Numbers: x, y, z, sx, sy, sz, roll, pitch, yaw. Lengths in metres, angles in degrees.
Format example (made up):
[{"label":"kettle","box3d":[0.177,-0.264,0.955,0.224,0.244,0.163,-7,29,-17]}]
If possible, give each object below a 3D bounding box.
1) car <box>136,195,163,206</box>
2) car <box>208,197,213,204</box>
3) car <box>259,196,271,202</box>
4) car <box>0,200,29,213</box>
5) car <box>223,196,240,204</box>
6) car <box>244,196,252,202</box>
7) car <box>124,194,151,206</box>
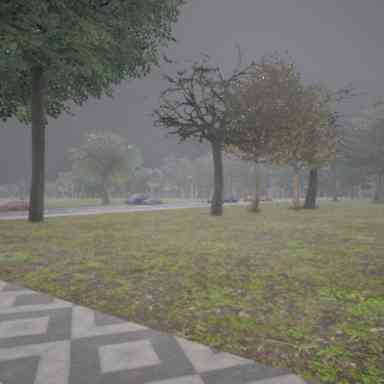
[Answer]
[{"label":"car","box3d":[-6.774,1.659,56.285,1.994,1.385,4.181,-1,-1,36]},{"label":"car","box3d":[4.908,1.658,66.880,1.994,1.385,4.181,-1,-1,35]},{"label":"car","box3d":[17.263,1.661,78.859,1.994,1.385,4.181,-1,-1,35]},{"label":"car","box3d":[-20.352,1.622,37.207,1.994,1.385,4.181,-1,0,35]},{"label":"car","box3d":[7.571,1.561,65.016,1.837,1.490,4.892,-1,-2,35]},{"label":"car","box3d":[14.010,1.665,79.889,1.812,1.442,4.674,-1,-1,35]},{"label":"car","box3d":[-9.303,1.352,58.338,2.150,2.045,5.566,-1,-1,36]}]
